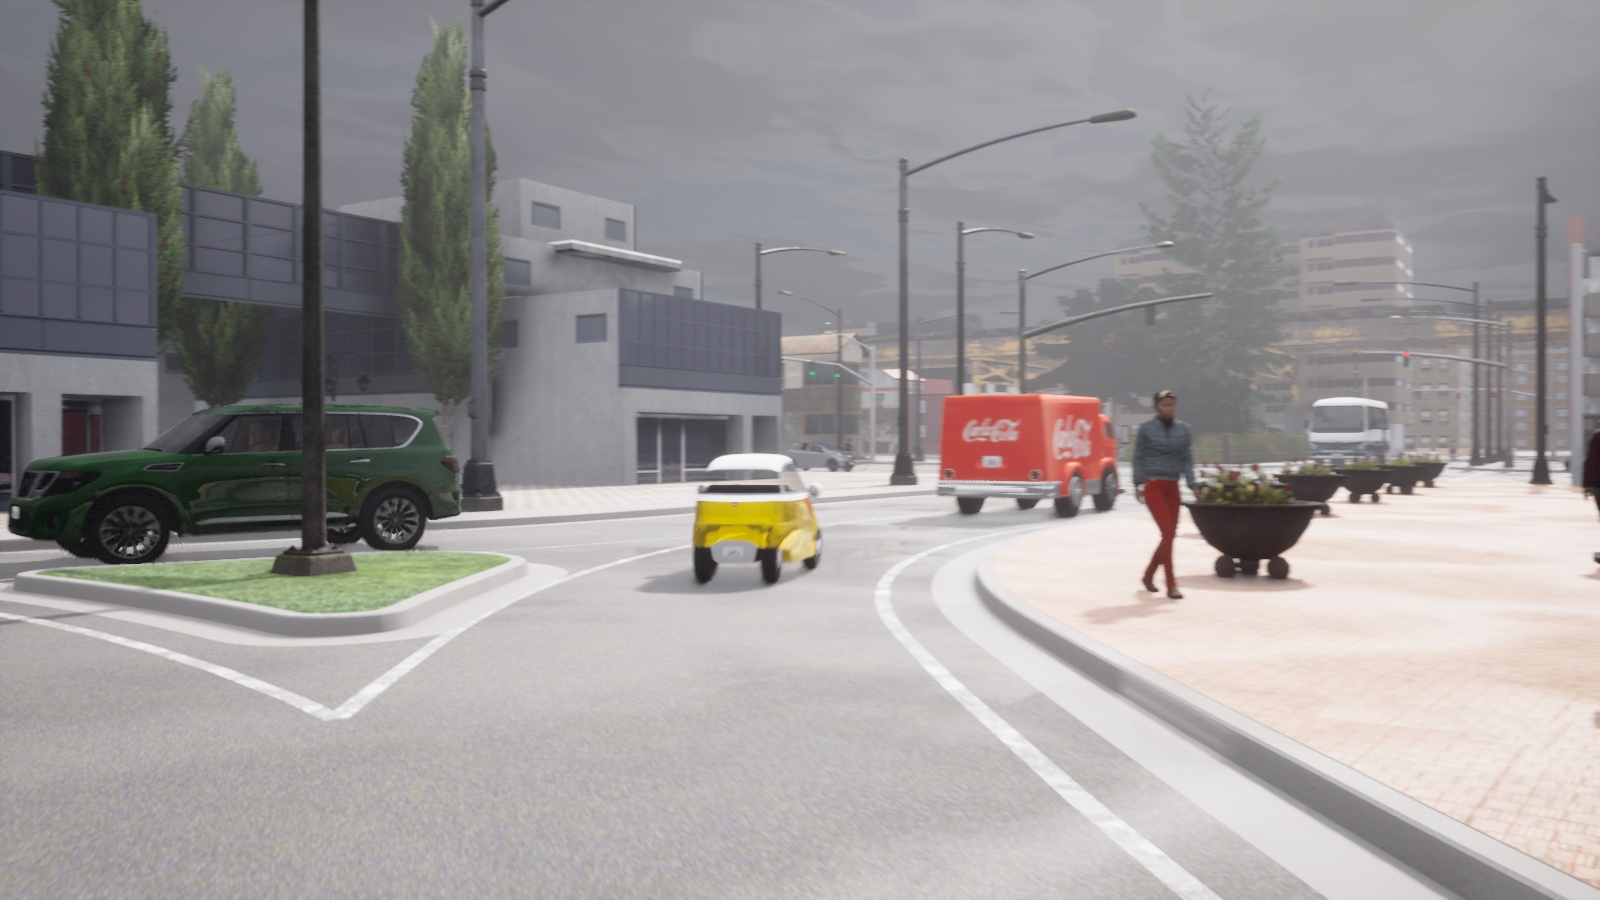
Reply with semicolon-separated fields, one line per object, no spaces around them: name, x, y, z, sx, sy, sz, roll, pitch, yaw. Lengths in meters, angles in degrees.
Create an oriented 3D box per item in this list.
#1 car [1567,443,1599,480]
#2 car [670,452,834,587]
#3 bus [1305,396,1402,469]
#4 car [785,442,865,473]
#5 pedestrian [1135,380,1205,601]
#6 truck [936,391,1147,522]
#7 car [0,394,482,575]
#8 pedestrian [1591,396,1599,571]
car;35.325;0.509;54.205;3.705;1.549;1.789;1;1;32
car;-0.481;0.721;14.255;1.481;1.376;2.207;0;1;8
bus;34.826;-1.066;78.699;3.944;4.253;10.273;0;0;33
car;1.260;0.360;63.444;3.633;1.501;1.845;1;1;32
pedestrian;3.175;0.334;10.799;0.353;1.847;0.614;0;0;-8
truck;5.241;0.112;26.608;2.627;2.467;5.204;0;0;33
car;-7.318;0.370;16.826;5.566;2.045;2.150;0;1;-41
pedestrian;8.886;0.350;13.482;0.634;1.844;0.899;0;0;34
